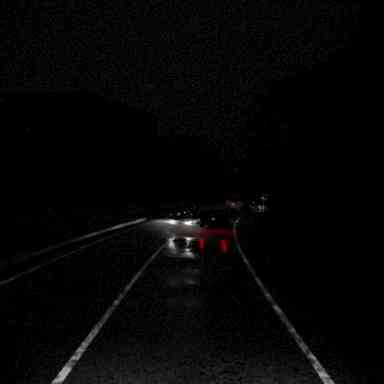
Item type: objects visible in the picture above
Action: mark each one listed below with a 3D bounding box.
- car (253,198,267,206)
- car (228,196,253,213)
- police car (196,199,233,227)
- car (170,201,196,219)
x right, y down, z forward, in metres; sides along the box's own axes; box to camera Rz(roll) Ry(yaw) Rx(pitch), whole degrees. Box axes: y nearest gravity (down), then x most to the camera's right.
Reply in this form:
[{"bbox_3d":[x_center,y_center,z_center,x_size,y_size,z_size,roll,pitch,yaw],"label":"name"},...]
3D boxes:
[{"bbox_3d":[13.933,2.087,68.312,1.837,1.490,4.892,3,0,30],"label":"car"},{"bbox_3d":[5.742,1.517,41.670,2.150,2.045,5.566,1,-1,19],"label":"car"},{"bbox_3d":[1.764,1.590,24.499,1.930,1.638,5.238,1,0,8],"label":"police car"},{"bbox_3d":[-0.637,1.642,30.534,1.837,1.490,4.892,1,0,12],"label":"car"}]
